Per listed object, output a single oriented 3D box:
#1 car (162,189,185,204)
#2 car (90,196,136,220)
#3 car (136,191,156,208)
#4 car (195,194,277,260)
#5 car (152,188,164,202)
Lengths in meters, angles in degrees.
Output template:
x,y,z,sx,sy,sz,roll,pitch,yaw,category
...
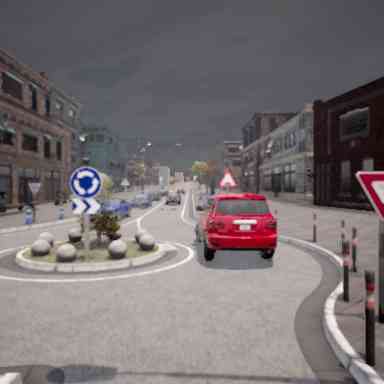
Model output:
x,y,z,sx,sy,sz,roll,pitch,yaw,category
-2.300,0.772,42.420,2.033,1.411,5.357,0,2,0,car
-5.696,1.187,23.736,1.882,1.535,5.008,0,1,3,car
-5.454,0.926,36.719,1.812,1.442,4.674,0,2,0,car
1.391,1.103,12.114,2.150,2.045,5.566,0,0,-2,car
-5.467,0.546,47.666,1.837,1.490,4.892,0,2,0,car
